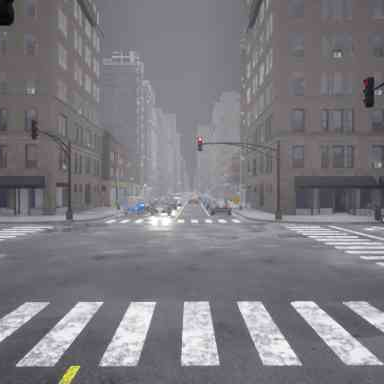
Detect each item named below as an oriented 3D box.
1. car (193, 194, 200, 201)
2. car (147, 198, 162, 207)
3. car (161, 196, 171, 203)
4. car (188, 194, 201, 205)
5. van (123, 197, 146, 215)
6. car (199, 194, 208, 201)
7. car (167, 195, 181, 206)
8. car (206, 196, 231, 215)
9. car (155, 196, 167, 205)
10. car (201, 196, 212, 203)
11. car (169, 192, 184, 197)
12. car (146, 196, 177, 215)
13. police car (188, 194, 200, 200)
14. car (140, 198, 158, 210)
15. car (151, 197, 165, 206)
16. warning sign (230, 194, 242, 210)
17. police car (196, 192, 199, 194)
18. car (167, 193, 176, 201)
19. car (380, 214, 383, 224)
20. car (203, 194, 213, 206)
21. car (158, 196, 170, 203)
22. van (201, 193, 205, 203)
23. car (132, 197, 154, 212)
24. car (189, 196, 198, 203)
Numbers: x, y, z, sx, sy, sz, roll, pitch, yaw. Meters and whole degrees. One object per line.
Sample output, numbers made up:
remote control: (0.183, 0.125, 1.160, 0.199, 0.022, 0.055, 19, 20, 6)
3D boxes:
car: (1.104, 1.466, 89.519, 1.801, 1.575, 5.366, 0, 0, 0)
car: (-5.681, 1.595, 50.361, 1.802, 1.307, 4.206, 0, 0, 0)
car: (-5.600, 1.558, 73.033, 1.887, 1.381, 4.507, 0, 0, 0)
car: (0.311, 1.540, 59.470, 1.812, 1.442, 4.674, 0, 0, 1)
van: (-5.742, 1.350, 33.356, 1.690, 1.788, 3.998, 0, 0, 0)
car: (2.965, 1.326, 84.350, 2.192, 1.841, 5.009, 0, 0, 0)
car: (-2.945, 1.503, 43.741, 2.128, 1.511, 4.902, 0, 0, 0)
car: (2.783, 1.449, 33.328, 1.967, 1.590, 4.097, 0, 0, 0)
car: (-5.641, 1.540, 61.527, 1.752, 1.417, 4.829, 0, 0, 0)
car: (2.905, 1.565, 67.343, 2.008, 1.369, 4.403, 0, 0, 0)
car: (-2.894, 1.236, 54.471, 2.150, 2.045, 5.566, 0, 0, 0)
car: (-2.987, 1.500, 33.496, 2.128, 1.511, 4.902, 0, 0, 0)
police car: (0.611, 1.434, 95.348, 1.930, 1.638, 5.238, 0, 0, -16)
car: (-5.701, 1.578, 44.692, 1.947, 1.339, 4.313, 0, 0, 0)
car: (-5.661, 1.580, 56.029, 1.947, 1.339, 4.313, 0, 0, 0)
warning sign: (5.206, 1.126, 39.313, 1.300, 1.860, 1.060, 0, 0, 0)
police car: (1.077, 1.438, 79.424, 1.930, 1.638, 5.238, 0, 0, -1)
car: (-5.540, 1.325, 90.039, 2.192, 1.841, 5.009, 0, 0, 0)
car: (14.359, 1.525, 20.673, 4.892, 1.490, 1.837, 0, 0, 0)
car: (2.824, 1.452, 44.666, 1.967, 1.590, 4.097, 0, 0, 0)
car: (-5.620, 1.580, 67.365, 1.947, 1.339, 4.313, 0, 0, 0)
van: (2.864, 1.355, 56.004, 1.690, 1.788, 3.998, 0, 0, 0)
car: (-5.722, 1.451, 39.024, 1.967, 1.590, 4.097, 0, 0, 0)
car: (0.303, 1.615, 69.716, 1.895, 1.301, 4.718, 0, 0, 1)
